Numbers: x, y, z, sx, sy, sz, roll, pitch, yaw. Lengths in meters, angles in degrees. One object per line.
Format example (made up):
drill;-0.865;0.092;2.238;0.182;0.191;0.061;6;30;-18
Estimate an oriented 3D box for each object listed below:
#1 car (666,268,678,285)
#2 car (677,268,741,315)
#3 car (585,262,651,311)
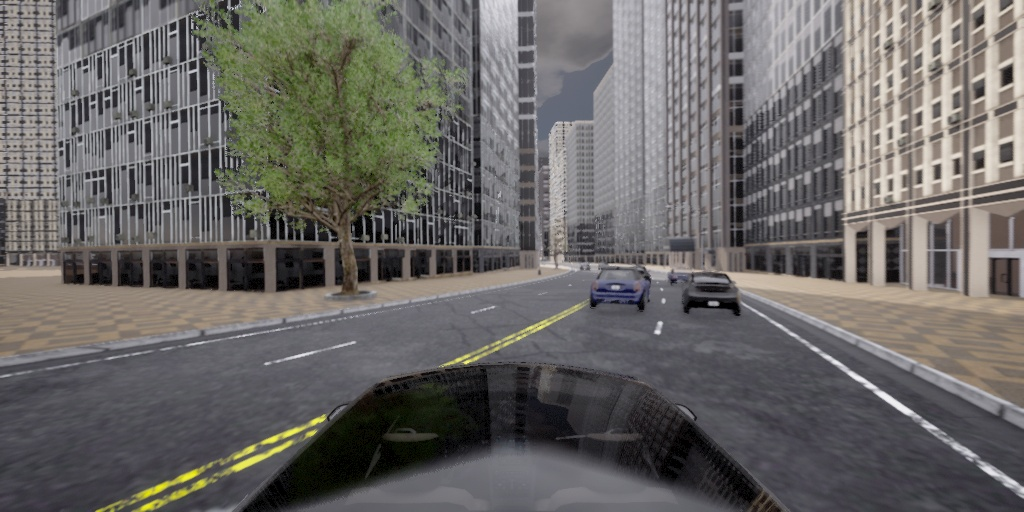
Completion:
car;13.371;1.608;28.420;1.895;1.301;4.718;0;-1;20
car;7.828;1.377;14.422;1.837;1.490;4.892;0;0;24
car;4.817;1.241;15.651;2.097;1.767;4.553;0;-1;24
